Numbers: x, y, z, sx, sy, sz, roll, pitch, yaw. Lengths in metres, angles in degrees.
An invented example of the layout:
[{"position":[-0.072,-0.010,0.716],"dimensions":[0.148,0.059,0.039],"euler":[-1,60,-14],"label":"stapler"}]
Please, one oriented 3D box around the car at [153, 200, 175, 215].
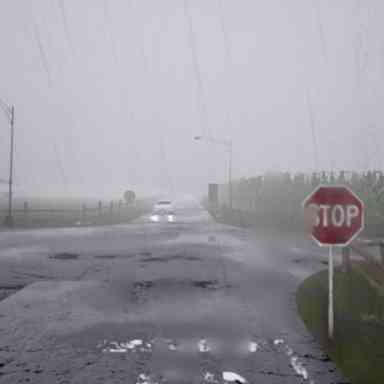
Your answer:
[{"position":[-2.824,1.528,33.590],"dimensions":[1.812,1.442,4.674],"euler":[0,0,0],"label":"car"}]
